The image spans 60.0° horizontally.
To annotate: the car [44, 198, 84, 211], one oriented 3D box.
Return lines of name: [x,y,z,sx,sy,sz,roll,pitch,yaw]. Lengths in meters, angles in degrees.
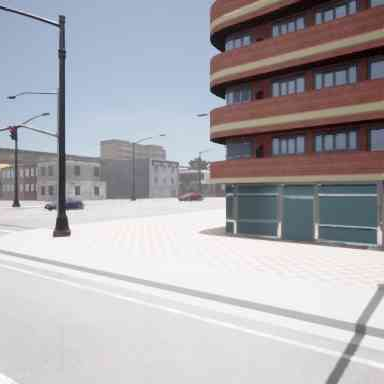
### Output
car: [-14.122,1.367,36.931,1.994,1.385,4.181,0,1,37]

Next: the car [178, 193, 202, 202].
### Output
car: [-0.258,0.881,55.552,1.882,1.535,5.008,0,1,37]
